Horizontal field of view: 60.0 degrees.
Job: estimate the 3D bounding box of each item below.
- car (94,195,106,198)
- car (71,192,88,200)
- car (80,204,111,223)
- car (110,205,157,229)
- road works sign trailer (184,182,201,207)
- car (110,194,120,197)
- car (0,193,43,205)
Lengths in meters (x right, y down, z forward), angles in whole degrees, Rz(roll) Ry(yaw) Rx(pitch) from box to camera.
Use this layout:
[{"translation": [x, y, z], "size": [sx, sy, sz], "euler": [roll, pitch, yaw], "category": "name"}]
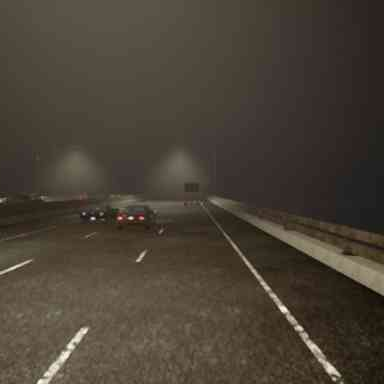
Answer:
[{"translation": [-21.009, 1.277, 75.973], "size": [2.033, 1.411, 5.357], "euler": [0, 0, 0], "category": "car"}, {"translation": [-24.509, 1.044, 72.887], "size": [2.150, 2.045, 5.566], "euler": [0, 0, 0], "category": "car"}, {"translation": [-6.903, 1.565, 25.409], "size": [1.895, 1.301, 4.718], "euler": [0, 0, 0], "category": "car"}, {"translation": [-3.403, 1.519, 21.064], "size": [2.033, 1.411, 5.357], "euler": [0, 0, 0], "category": "car"}, {"translation": [-0.006, 0.382, 49.389], "size": [2.380, 3.560, 2.880], "euler": [0, 0, 0], "category": "road works sign trailer"}, {"translation": [-17.509, 1.215, 75.973], "size": [1.882, 1.535, 5.008], "euler": [0, 0, 0], "category": "car"}, {"translation": [-17.599, 1.168, 34.680], "size": [2.150, 2.045, 5.566], "euler": [0, 0, 0], "category": "car"}]
